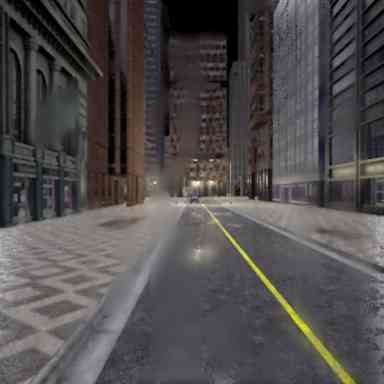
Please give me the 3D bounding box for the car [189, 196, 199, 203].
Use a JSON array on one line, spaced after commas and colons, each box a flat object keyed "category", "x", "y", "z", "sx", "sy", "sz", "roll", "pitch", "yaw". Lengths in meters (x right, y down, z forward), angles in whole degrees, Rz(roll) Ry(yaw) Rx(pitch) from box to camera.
[{"category": "car", "x": 0.501, "y": 1.562, "z": 68.112, "sx": 2.033, "sy": 1.411, "sz": 5.357, "roll": 0, "pitch": 0, "yaw": 0}]
